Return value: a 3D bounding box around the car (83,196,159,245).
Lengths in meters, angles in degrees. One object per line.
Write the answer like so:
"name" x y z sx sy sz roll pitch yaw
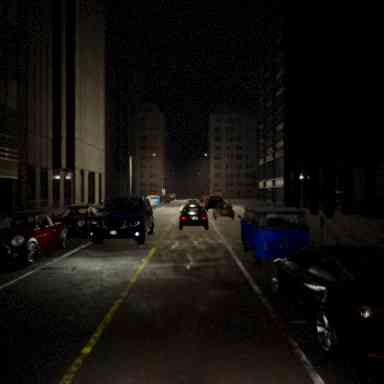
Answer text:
"car" -3.083 1.236 15.839 2.150 2.045 5.566 0 0 0

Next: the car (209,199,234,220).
"car" 2.665 1.569 28.591 1.752 1.417 4.829 0 0 1

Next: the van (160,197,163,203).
"van" -5.862 1.436 50.961 1.690 1.788 3.998 0 0 0

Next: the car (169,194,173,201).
"car" -5.862 1.557 73.521 1.967 1.590 4.097 0 0 0

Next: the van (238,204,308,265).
"van" 2.665 1.350 11.467 1.690 1.788 3.998 0 0 0

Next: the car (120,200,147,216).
"car" -5.868 1.581 33.836 1.752 1.417 4.829 0 0 1

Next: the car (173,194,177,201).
"car" -5.862 1.689 90.440 1.947 1.339 4.313 0 0 0

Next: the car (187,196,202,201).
"car" 0.098 1.605 42.848 1.812 1.442 4.674 0 0 0

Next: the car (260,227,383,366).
"car" 2.667 1.569 5.828 1.947 1.339 4.313 0 0 0

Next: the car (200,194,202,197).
"car" 2.664 1.399 45.300 2.192 1.841 5.009 0 0 0

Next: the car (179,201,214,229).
"car" 0.100 1.574 21.843 2.033 1.411 5.357 0 0 0

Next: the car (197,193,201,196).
"car" 2.664 1.556 73.497 1.967 1.590 4.097 0 0 0

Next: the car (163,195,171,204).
"car" -5.862 1.695 67.880 1.802 1.307 4.206 0 0 0

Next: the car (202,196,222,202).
"car" 2.664 1.387 39.659 2.192 1.841 5.009 0 0 0

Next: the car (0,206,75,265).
"car" -5.860 1.450 11.482 1.967 1.590 4.097 0 0 0

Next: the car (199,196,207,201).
"car" 2.664 1.665 84.776 1.887 1.381 4.507 0 0 0

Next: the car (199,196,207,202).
"car" 2.664 1.700 79.136 1.802 1.307 4.206 0 0 0

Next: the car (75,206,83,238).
"car" -5.860 1.458 17.120 1.967 1.590 4.097 0 0 0
